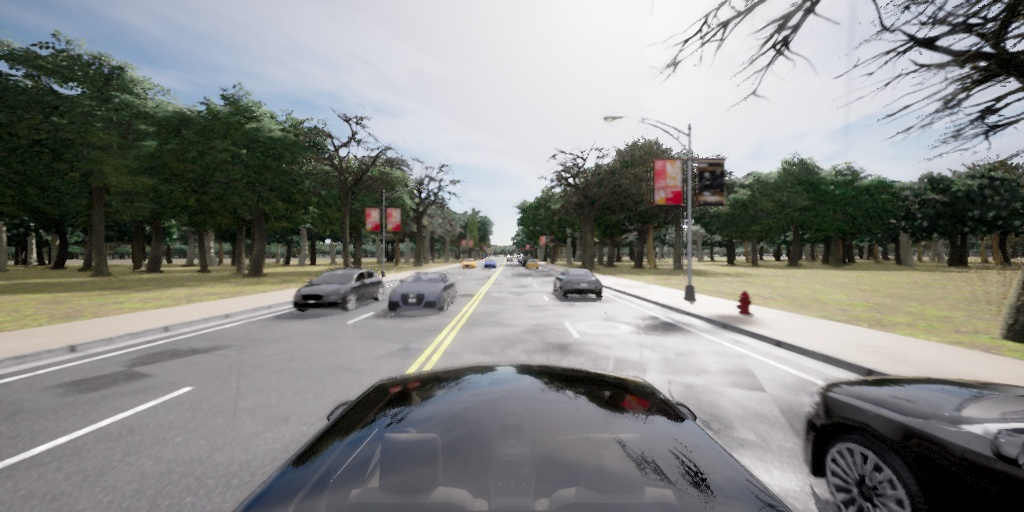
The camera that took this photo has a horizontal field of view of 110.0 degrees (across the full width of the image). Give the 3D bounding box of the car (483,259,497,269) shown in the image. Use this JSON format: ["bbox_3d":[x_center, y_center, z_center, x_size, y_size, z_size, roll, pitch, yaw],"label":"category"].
[{"bbox_3d":[-3.465,1.225,56.941,1.882,1.535,5.008,0,0,0],"label":"car"}]

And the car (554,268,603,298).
[{"bbox_3d":[3.332,1.316,18.625,1.994,1.385,4.181,0,0,0],"label":"car"}]

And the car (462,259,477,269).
[{"bbox_3d":[-6.716,1.225,56.921,1.882,1.535,5.008,0,0,0],"label":"car"}]

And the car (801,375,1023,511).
[{"bbox_3d":[3.349,1.241,1.016,2.128,1.511,4.902,0,0,0],"label":"car"}]

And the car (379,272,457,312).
[{"bbox_3d":[-3.362,1.316,14.103,1.994,1.385,4.181,0,0,0],"label":"car"}]

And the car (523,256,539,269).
[{"bbox_3d":[3.096,1.205,54.448,1.801,1.575,5.366,0,0,0],"label":"car"}]

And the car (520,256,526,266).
[{"bbox_3d":[3.029,0.962,65.292,2.150,2.045,5.566,0,0,0],"label":"car"}]

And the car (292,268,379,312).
[{"bbox_3d":[-6.612,1.257,14.250,1.837,1.490,4.892,0,0,0],"label":"car"}]
